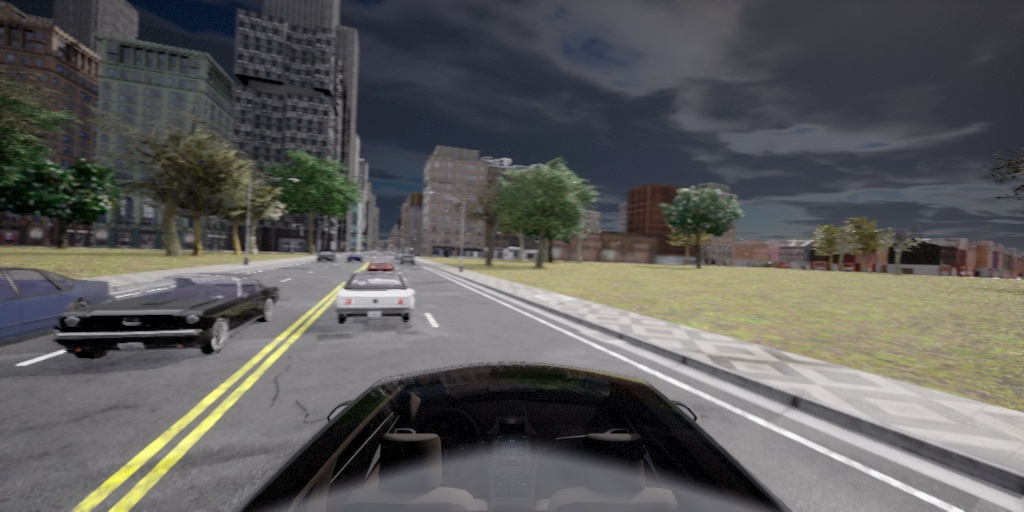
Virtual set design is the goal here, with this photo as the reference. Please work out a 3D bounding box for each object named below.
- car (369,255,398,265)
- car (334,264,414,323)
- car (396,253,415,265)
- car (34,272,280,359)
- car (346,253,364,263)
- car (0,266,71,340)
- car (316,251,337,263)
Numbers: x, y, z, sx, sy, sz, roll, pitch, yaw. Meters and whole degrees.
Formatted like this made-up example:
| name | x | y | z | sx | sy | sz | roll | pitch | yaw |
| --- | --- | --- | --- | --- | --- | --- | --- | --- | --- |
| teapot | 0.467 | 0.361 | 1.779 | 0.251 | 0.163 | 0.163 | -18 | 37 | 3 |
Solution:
| name | x | y | z | sx | sy | sz | roll | pitch | yaw |
| --- | --- | --- | --- | --- | --- | --- | --- | --- | --- |
| car | -10.239 | 0.783 | 28.104 | 1.895 | 1.301 | 4.718 | 2 | 0 | -20 |
| car | -4.160 | 1.123 | 11.056 | 1.895 | 1.301 | 4.718 | 2 | 0 | -20 |
| car | -14.657 | 0.396 | 50.180 | 2.128 | 1.511 | 4.902 | 2 | 0 | -20 |
| car | -6.587 | 1.036 | 7.594 | 1.895 | 1.301 | 4.718 | 2 | 0 | -20 |
| car | -20.999 | 0.244 | 48.138 | 1.895 | 1.301 | 4.718 | 2 | 0 | -19 |
| car | -9.451 | 0.868 | 5.971 | 2.033 | 1.411 | 5.357 | 2 | 0 | -19 |
| car | -23.654 | 0.087 | 45.916 | 2.033 | 1.411 | 5.357 | 2 | 0 | -19 |
